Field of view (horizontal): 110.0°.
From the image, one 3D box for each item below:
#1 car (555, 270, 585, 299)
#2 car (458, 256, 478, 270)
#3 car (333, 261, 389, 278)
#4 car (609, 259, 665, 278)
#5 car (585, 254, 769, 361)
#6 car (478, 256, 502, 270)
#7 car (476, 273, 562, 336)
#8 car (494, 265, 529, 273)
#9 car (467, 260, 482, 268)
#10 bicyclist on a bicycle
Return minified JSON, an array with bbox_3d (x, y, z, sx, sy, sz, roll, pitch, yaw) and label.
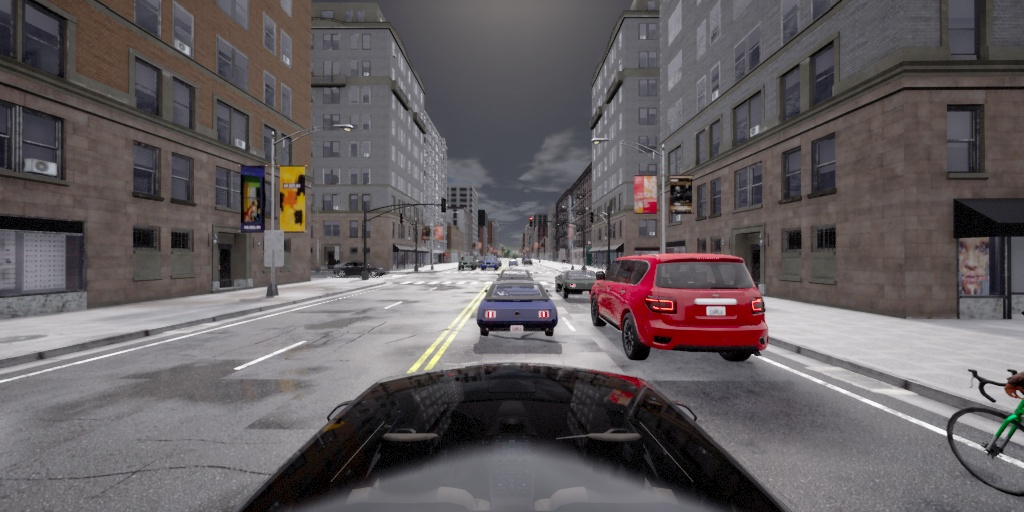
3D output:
[{"bbox_3d":[3.305,1.354,18.185,1.895,1.301,4.718,0,0,0],"label":"car"},{"bbox_3d":[-6.415,0.990,52.045,2.150,2.045,5.566,0,0,0],"label":"car"},{"bbox_3d":[-14.158,1.247,33.732,4.892,1.490,1.837,0,0,0],"label":"car"},{"bbox_3d":[11.608,1.141,33.559,4.553,1.767,2.097,0,0,1],"label":"car"},{"bbox_3d":[3.346,0.972,8.416,2.150,2.045,5.566,0,0,2],"label":"car"},{"bbox_3d":[-3.141,0.990,51.746,2.150,2.045,5.566,0,0,2],"label":"car"},{"bbox_3d":[0.128,1.352,10.341,1.895,1.301,4.718,0,0,0],"label":"car"},{"bbox_3d":[0.159,1.355,19.445,1.895,1.301,4.718,0,0,0],"label":"car"},{"bbox_3d":[-6.368,1.335,61.451,1.994,1.385,4.181,0,0,0],"label":"car"},{"bbox_3d":[4.149,1.203,2.604,0.582,1.620,1.656,0,0,0],"label":"bicyclist on a bicycle"}]
